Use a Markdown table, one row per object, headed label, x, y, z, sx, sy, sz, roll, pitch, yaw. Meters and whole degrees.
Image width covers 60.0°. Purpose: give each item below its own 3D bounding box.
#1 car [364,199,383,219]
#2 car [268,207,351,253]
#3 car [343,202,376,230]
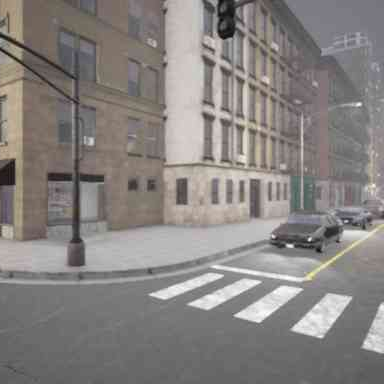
| label | x | y | z | sx | sy | sz | roll | pitch | yaw |
| --- | --- | --- | --- | --- | --- | --- | --- | --- | --- |
| car | 16.446 | 1.430 | 30.169 | 2.097 | 1.767 | 4.553 | 0 | 0 | 35 |
| car | 5.085 | 1.575 | 14.237 | 2.033 | 1.411 | 5.357 | 0 | 0 | 35 |
| car | 10.534 | 1.615 | 21.882 | 1.994 | 1.385 | 4.181 | 0 | 0 | 36 |
